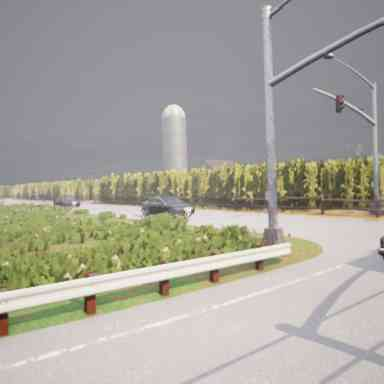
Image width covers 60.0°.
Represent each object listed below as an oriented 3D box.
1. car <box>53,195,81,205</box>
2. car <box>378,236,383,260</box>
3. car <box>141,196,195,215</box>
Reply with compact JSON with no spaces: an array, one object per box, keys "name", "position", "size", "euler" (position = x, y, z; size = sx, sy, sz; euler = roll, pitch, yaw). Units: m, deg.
[{"name":"car","position":[-14.790,1.144,39.205],"size":[2.128,1.511,4.902],"euler":[-4,2,-40]},{"name":"car","position":[7.006,1.250,9.057],"size":[4.718,1.301,1.895],"euler":[-3,2,-37]},{"name":"car","position":[-1.822,1.065,23.901],"size":[2.128,1.511,4.902],"euler":[-4,2,-40]}]
